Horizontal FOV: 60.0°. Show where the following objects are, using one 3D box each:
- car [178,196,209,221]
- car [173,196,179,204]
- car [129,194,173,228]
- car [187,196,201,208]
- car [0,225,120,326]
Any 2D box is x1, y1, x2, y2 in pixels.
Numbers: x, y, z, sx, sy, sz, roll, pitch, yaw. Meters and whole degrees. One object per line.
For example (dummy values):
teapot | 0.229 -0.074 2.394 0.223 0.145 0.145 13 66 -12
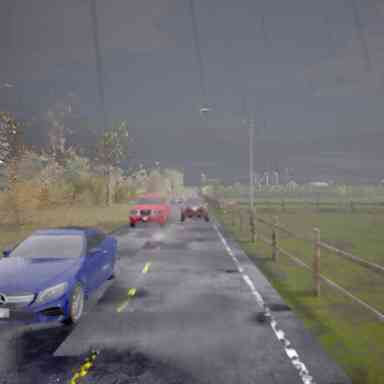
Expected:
car | 0.221 1.307 26.648 2.097 1.767 4.553 0 0 0
car | -2.489 1.359 56.383 2.128 1.511 4.902 0 0 0
car | -2.732 1.178 22.393 2.150 2.045 5.566 0 1 1
car | 0.314 1.402 46.367 1.837 1.490 4.892 0 1 0
car | -2.822 1.514 7.235 1.812 1.442 4.674 0 0 1
